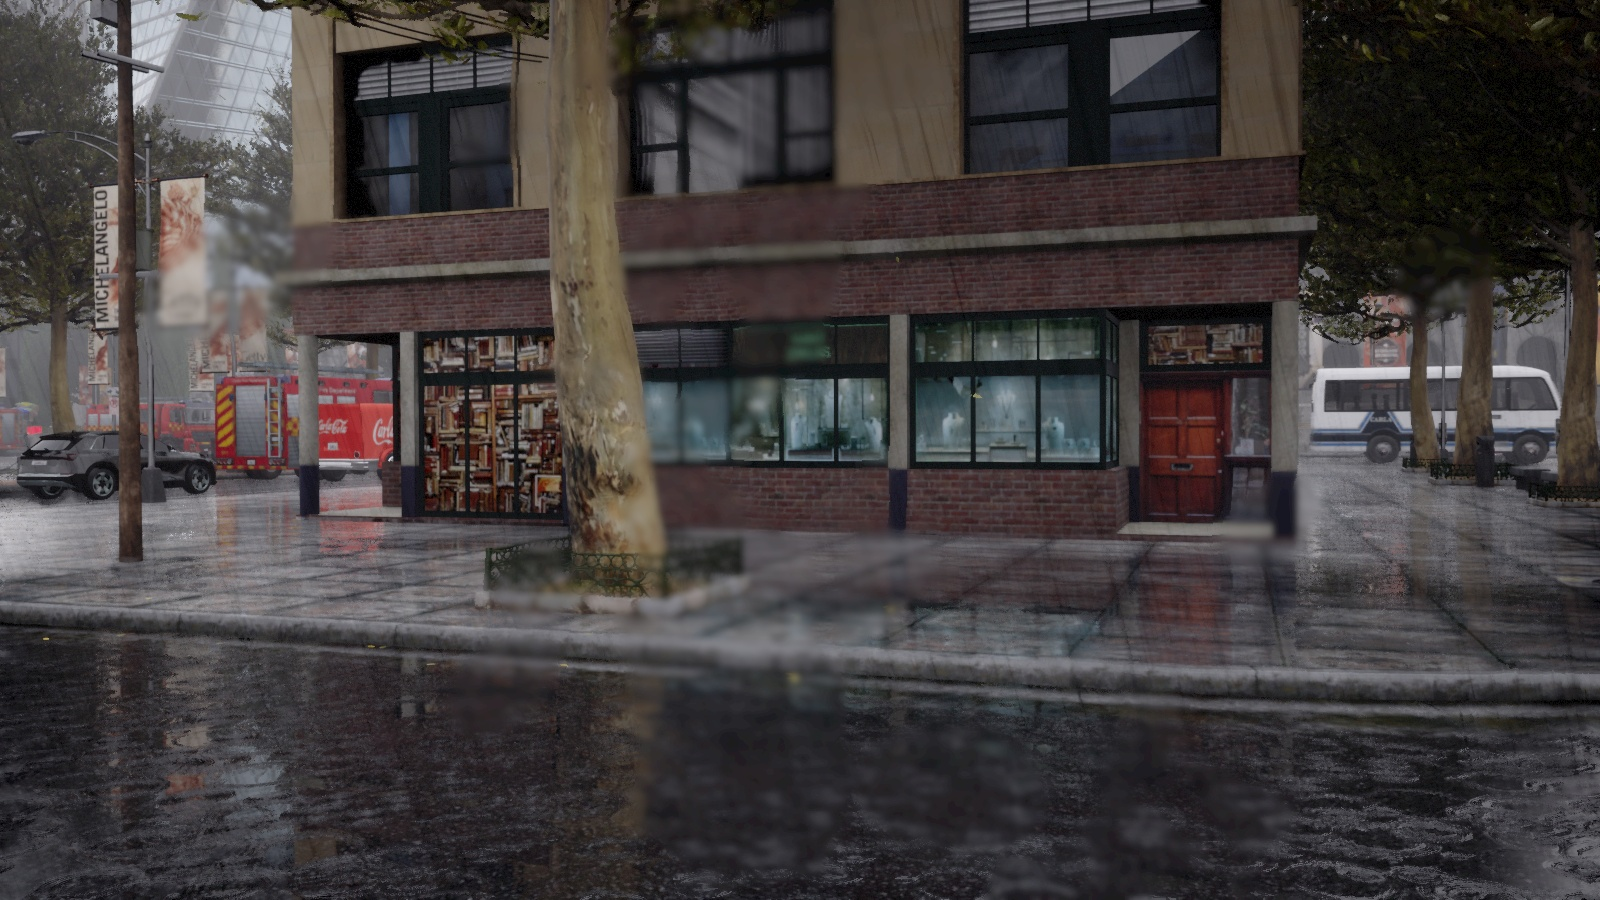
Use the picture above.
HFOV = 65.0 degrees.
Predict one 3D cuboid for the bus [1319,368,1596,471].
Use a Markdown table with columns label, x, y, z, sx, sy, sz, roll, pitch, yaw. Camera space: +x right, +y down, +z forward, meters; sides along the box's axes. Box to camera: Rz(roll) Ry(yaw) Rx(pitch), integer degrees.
| label | x | y | z | sx | sy | sz | roll | pitch | yaw |
| --- | --- | --- | --- | --- | --- | --- | --- | --- | --- |
| bus | 28.427 | -1.325 | 55.072 | 10.273 | 4.253 | 3.944 | 1 | 1 | 20 |

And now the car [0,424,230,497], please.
| label | x | y | z | sx | sy | sz | roll | pitch | yaw |
| --- | --- | --- | --- | --- | --- | --- | --- | --- | --- |
| car | -16.686 | 0.199 | 30.915 | 2.033 | 1.649 | 4.856 | 1 | 1 | 20 |

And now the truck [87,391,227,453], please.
| label | x | y | z | sx | sy | sz | roll | pitch | yaw |
| --- | --- | --- | --- | --- | --- | --- | --- | --- | --- |
| truck | -40.944 | -1.773 | 79.988 | 8.468 | 3.827 | 2.891 | 1 | 1 | 20 |

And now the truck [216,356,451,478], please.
| label | x | y | z | sx | sy | sz | roll | pitch | yaw |
| --- | --- | --- | --- | --- | --- | --- | --- | --- | --- |
| truck | -15.899 | -1.098 | 43.706 | 2.891 | 3.827 | 8.468 | 1 | 1 | 20 |

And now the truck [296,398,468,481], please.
| label | x | y | z | sx | sy | sz | roll | pitch | yaw |
| --- | --- | --- | --- | --- | --- | --- | --- | --- | --- |
| truck | -13.341 | -0.358 | 40.475 | 2.627 | 2.467 | 5.204 | 1 | 1 | 20 |
